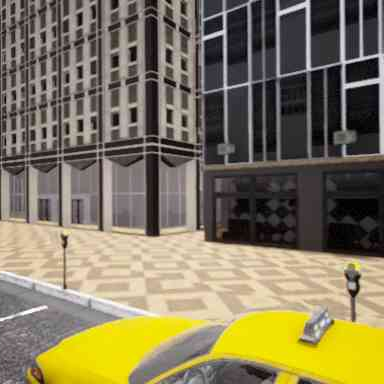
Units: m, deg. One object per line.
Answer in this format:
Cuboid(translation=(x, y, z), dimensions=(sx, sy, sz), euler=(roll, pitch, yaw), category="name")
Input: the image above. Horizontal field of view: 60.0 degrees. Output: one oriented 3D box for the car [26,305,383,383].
Cuboid(translation=(0.636, 1.525, 2.431), dimensions=(4.829, 1.417, 1.752), euler=(0, -1, 36), category="car")
